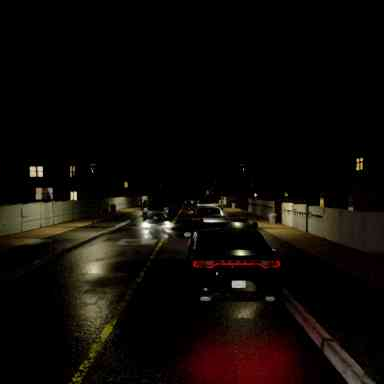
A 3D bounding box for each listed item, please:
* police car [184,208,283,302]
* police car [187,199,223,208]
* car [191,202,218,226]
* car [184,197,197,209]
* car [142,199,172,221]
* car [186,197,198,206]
[{"bbox_3d":[0.824,1.424,8.445,1.930,1.638,5.238,0,0,0],"label":"police car"},{"bbox_3d":[0.823,1.432,18.448,1.930,1.638,5.238,0,0,0],"label":"police car"},{"bbox_3d":[0.823,1.519,24.338,1.837,1.490,4.892,0,0,0],"label":"car"},{"bbox_3d":[0.025,1.409,45.790,2.097,1.767,4.553,0,0,0],"label":"car"},{"bbox_3d":[-2.752,1.370,27.237,2.097,1.767,4.553,0,0,0],"label":"car"},{"bbox_3d":[-0.004,1.668,59.758,1.994,1.385,4.181,0,0,0],"label":"car"}]
